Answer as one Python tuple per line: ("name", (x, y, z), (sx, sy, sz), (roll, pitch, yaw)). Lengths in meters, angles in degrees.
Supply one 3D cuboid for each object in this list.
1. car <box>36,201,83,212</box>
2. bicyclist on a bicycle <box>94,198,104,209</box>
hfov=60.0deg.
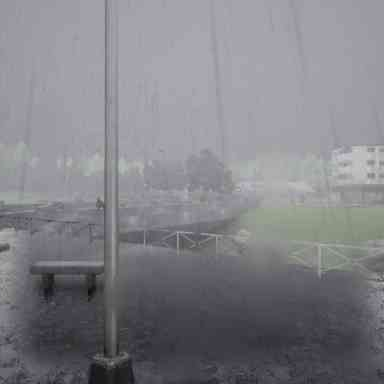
("car", (-12.407, 1.564, 31.309), (1.994, 1.385, 4.181), (0, 0, 35))
("bicyclist on a bicycle", (-8.304, 1.349, 29.832), (1.656, 1.620, 0.582), (0, 0, 35))
